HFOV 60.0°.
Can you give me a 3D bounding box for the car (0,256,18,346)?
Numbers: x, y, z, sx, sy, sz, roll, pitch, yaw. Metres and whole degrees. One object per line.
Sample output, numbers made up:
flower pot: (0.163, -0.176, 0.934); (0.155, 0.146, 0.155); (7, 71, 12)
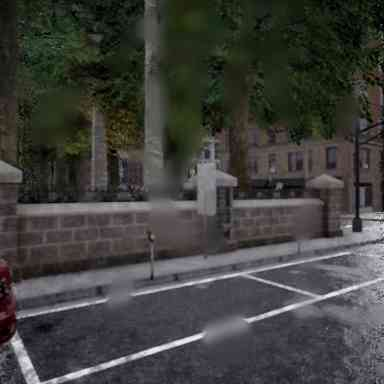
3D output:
car: (-4.526, 1.316, 3.310); (5.009, 1.841, 2.192); (0, 0, -35)
